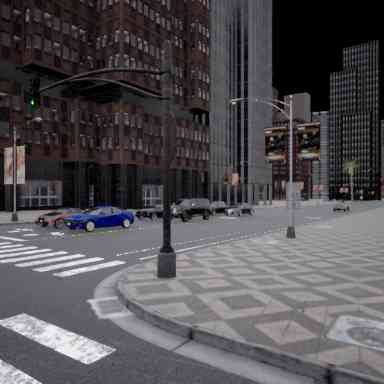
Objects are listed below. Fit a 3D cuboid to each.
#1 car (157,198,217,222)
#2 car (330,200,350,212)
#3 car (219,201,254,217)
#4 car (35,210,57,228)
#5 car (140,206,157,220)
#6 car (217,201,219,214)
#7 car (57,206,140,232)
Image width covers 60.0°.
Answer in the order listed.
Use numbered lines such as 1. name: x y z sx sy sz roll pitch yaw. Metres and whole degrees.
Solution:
1. car: -0.318 1.607 30.556 2.150 2.045 5.566 0 -1 35
2. car: 24.186 2.430 53.681 2.033 1.411 5.357 0 -1 34
3. car: 5.610 2.027 38.945 2.128 1.511 4.902 0 -1 35
4. car: -8.959 1.795 23.938 1.994 1.385 4.181 0 -1 36
5. car: -3.286 1.974 31.988 1.895 1.301 4.718 0 -1 35
6. car: 2.540 1.872 40.237 2.097 1.767 4.553 0 -1 35
7. car: -6.095 1.718 22.365 1.882 1.535 5.008 0 -1 35
